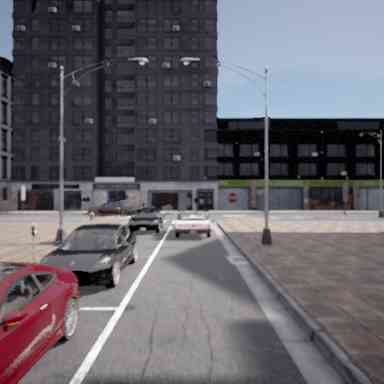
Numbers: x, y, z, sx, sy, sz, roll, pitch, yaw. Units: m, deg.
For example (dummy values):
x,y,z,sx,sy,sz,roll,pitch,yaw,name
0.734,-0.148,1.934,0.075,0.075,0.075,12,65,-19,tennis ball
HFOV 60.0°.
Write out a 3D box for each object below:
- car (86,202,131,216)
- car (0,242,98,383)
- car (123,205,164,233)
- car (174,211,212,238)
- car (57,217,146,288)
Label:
x,y,z,sx,sy,sz,roll,pitch,yaw,name
-7.907,1.704,33.707,5.357,1.411,2.033,0,0,13,car
-2.647,1.599,3.948,1.802,1.307,4.206,0,0,0,car
-2.672,1.654,20.304,1.947,1.339,4.313,0,0,0,car
0.060,1.681,18.368,1.895,1.301,4.718,0,0,0,car
-2.655,1.607,9.400,1.947,1.339,4.313,0,0,0,car
